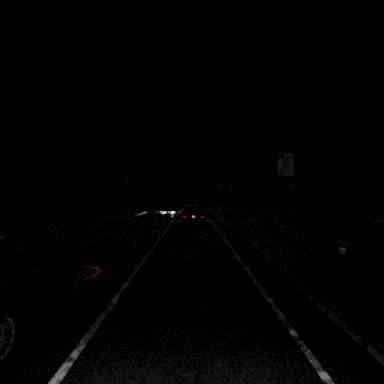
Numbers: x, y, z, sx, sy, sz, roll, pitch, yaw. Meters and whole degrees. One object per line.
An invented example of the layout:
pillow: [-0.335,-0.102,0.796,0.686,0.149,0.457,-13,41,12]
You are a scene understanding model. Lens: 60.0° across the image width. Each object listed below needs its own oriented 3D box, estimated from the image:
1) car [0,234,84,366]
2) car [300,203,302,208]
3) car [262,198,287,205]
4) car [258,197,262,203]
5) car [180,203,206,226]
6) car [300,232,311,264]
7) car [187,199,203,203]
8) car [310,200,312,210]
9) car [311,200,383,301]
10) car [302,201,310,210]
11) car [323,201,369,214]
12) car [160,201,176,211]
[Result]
car: [-3.351,1.544,5.897,1.812,1.442,4.674,0,0,0]
car: [18.694,1.981,50.263,4.674,1.452,2.002,0,-1,0]
car: [18.740,2.076,74.599,4.553,1.767,2.185,0,-1,0]
car: [18.669,2.277,77.767,4.674,1.452,2.002,0,-1,0]
car: [0.094,1.759,24.974,2.033,1.411,5.357,0,-1,0]
car: [5.589,1.518,9.324,4.892,1.521,2.231,0,0,0]
car: [0.091,1.901,42.907,2.128,1.511,4.902,0,-1,0]
car: [18.699,1.870,43.715,5.008,1.535,2.097,0,-1,0]
car: [5.623,1.248,6.525,5.566,2.045,2.435,0,0,0]
car: [18.690,1.907,46.988,4.892,1.521,2.231,0,-1,0]
car: [18.689,1.877,40.566,4.674,1.452,2.002,0,-1,0]
car: [-3.344,2.024,47.501,1.994,1.385,4.181,0,-1,0]
